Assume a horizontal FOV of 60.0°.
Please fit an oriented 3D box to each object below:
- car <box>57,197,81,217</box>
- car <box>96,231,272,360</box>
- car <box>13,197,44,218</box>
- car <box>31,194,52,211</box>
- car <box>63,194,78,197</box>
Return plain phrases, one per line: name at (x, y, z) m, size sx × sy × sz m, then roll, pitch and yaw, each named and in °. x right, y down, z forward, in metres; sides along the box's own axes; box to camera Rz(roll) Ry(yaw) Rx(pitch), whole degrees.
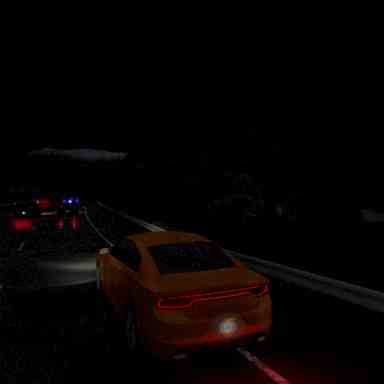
car at (-11.732, 1.491, 31.576) m, size 2.128 × 1.511 × 4.902 m, roll 0°, pitch 0°, yaw -19°
car at (-0.584, 1.478, 6.283) m, size 1.882 × 1.535 × 5.008 m, roll 0°, pitch 0°, yaw -24°
car at (-14.914, 1.505, 30.203) m, size 1.837 × 1.490 × 4.892 m, roll 0°, pitch 0°, yaw -19°
car at (-18.277, 1.221, 40.118) m, size 2.150 × 2.045 × 5.566 m, roll 0°, pitch 0°, yaw -19°
car at (-15.104, 1.221, 41.493) m, size 2.150 × 2.045 × 5.566 m, roll 0°, pitch 0°, yaw -18°
